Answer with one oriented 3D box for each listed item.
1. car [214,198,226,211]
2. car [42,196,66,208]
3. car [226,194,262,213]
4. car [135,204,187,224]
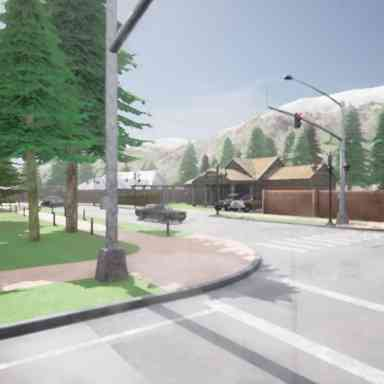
[{"bbox_3d":[4.360,1.149,36.545,3.866,1.878,1.905,0,0,-37],"label":"car"},{"bbox_3d":[-19.229,1.332,46.578,2.097,1.767,4.553,0,0,-42],"label":"car"},{"bbox_3d":[6.182,1.147,34.769,4.605,1.855,1.932,0,0,-37],"label":"car"},{"bbox_3d":[-2.364,1.580,24.761,1.895,1.301,4.718,0,0,-37],"label":"car"}]
